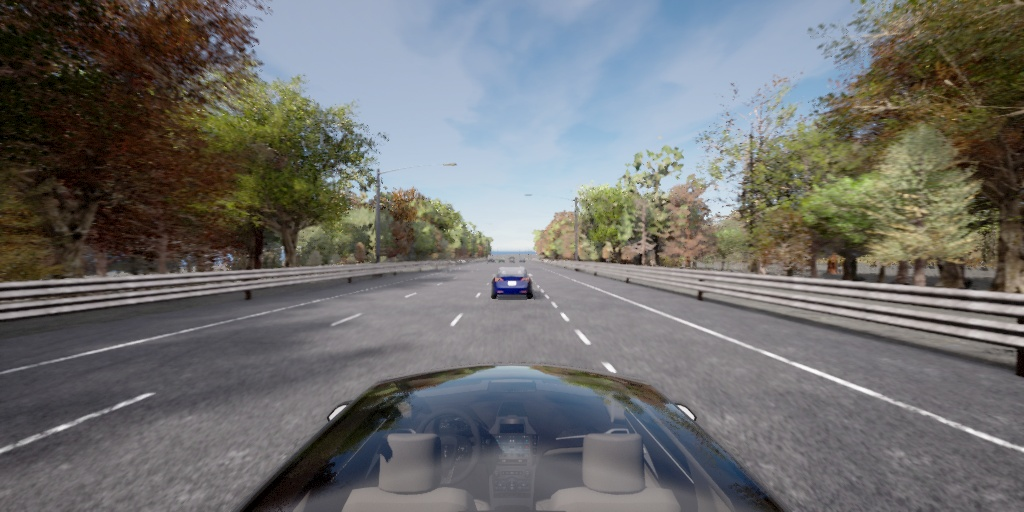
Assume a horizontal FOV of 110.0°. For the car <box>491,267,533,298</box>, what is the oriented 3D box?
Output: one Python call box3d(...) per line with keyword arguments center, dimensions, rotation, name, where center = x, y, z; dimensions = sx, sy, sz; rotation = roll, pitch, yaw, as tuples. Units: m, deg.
box3d(center=(0.002, 1.295, 18.741), dimensions=(2.163, 1.488, 4.792), rotation=(0, 0, 0), name="car")
